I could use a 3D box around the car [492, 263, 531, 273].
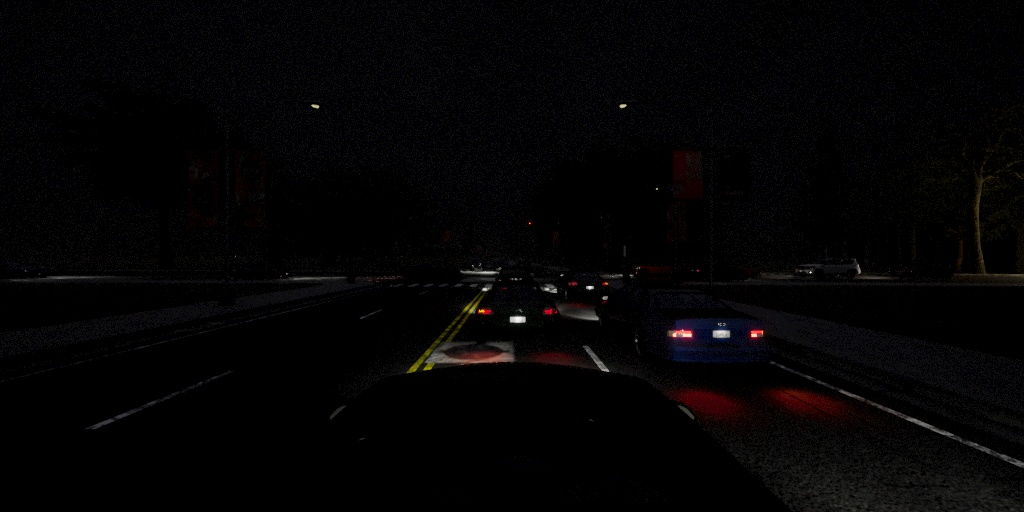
[{"bbox_3d":[0.105,1.284,18.525,1.837,1.490,4.892,0,0,0],"label":"car"}]

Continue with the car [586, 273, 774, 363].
[{"bbox_3d":[3.356,1.303,8.269,2.033,1.411,5.357,0,0,0],"label":"car"}]

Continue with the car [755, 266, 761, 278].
[{"bbox_3d":[23.246,1.522,37.109,4.181,1.385,1.994,0,0,-2],"label":"car"}]

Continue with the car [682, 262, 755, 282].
[{"bbox_3d":[17.388,1.269,30.352,4.553,1.767,2.097,0,0,0],"label":"car"}]

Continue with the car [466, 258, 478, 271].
[{"bbox_3d":[-6.548,1.417,52.164,1.837,1.490,4.892,0,0,0],"label":"car"}]

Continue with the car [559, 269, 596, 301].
[{"bbox_3d":[3.363,1.340,17.512,1.994,1.385,4.181,0,0,0],"label":"car"}]

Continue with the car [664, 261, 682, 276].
[{"bbox_3d":[17.429,1.400,33.614,5.008,1.535,1.882,0,0,-1],"label":"car"}]

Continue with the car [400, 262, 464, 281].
[{"bbox_3d":[-6.782,1.403,30.210,4.718,1.301,1.895,0,0,0],"label":"car"}]

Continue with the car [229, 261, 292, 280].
[{"bbox_3d":[-20.896,1.313,30.094,4.181,1.385,1.994,0,0,-1],"label":"car"}]

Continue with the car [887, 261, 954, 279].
[{"bbox_3d":[42.670,1.567,37.208,4.902,1.511,2.128,0,0,0],"label":"car"}]

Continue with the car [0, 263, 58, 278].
[{"bbox_3d":[-45.536,1.279,33.145,4.718,1.301,1.895,0,0,0],"label":"car"}]

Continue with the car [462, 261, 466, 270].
[{"bbox_3d":[-7.161,1.298,33.457,4.902,1.511,2.128,0,0,0],"label":"car"}]

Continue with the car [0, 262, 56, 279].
[{"bbox_3d":[-41.782,1.208,29.913,4.674,1.442,1.812,0,0,0],"label":"car"}]

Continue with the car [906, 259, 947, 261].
[{"bbox_3d":[45.939,1.328,40.456,5.566,2.045,2.150,0,0,0],"label":"car"}]

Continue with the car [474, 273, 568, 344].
[{"bbox_3d":[0.110,1.321,9.619,1.994,1.385,4.181,0,0,0],"label":"car"}]

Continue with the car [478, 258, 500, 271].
[{"bbox_3d":[-3.296,1.406,52.714,2.128,1.511,4.902,0,0,0],"label":"car"}]

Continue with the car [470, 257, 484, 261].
[{"bbox_3d":[-6.530,1.194,62.014,2.150,2.045,5.566,0,0,0],"label":"car"}]

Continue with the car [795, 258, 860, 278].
[{"bbox_3d":[32.689,1.231,37.161,5.566,2.045,2.150,0,0,0],"label":"car"}]

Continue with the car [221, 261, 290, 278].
[{"bbox_3d":[-23.749,1.235,33.315,4.902,1.511,2.128,0,0,-1],"label":"car"}]

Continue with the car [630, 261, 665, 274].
[{"bbox_3d":[14.612,1.266,37.017,4.553,1.767,2.097,0,0,-1],"label":"car"}]
